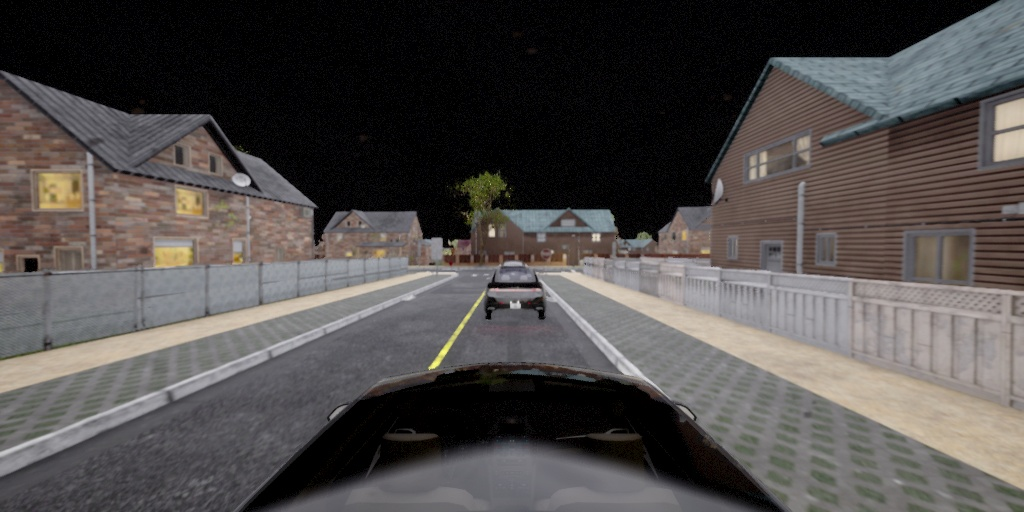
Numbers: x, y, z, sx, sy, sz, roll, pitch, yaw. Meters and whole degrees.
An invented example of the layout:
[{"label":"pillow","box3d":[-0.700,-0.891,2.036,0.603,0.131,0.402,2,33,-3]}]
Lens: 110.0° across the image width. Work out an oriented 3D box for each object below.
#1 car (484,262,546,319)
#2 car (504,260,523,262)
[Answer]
[{"label":"car","box3d":[0.093,1.140,12.307,2.128,1.511,4.902,0,1,0]},{"label":"car","box3d":[0.085,1.010,25.356,1.882,1.535,5.008,0,0,0]}]
